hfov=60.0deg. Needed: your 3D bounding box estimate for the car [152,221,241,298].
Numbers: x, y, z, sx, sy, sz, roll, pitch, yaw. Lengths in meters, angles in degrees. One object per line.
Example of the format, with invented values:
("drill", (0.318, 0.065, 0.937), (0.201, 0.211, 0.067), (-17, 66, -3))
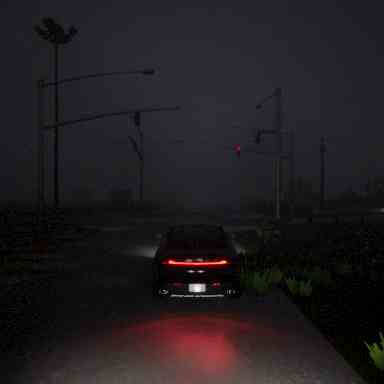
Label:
("car", (0.096, 1.505, 8.499), (1.837, 1.490, 4.892), (0, 0, 0))
